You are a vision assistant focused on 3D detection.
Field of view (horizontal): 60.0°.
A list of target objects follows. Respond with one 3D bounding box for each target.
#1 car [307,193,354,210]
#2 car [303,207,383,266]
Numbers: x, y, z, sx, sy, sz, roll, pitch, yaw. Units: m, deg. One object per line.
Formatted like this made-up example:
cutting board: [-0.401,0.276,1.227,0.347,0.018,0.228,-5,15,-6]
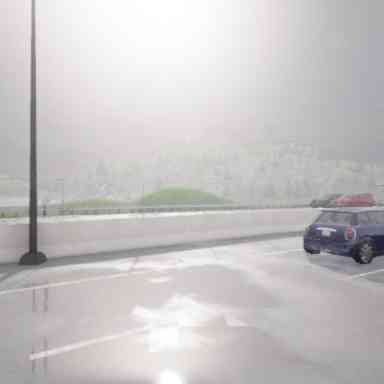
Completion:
car: [17.314,1.156,41.499,5.566,2.045,2.150,0,0,-24]
car: [6.085,1.334,11.731,4.553,1.767,2.097,0,0,-32]
